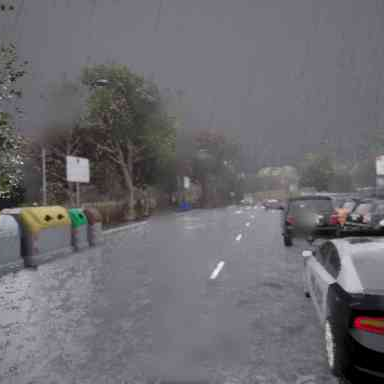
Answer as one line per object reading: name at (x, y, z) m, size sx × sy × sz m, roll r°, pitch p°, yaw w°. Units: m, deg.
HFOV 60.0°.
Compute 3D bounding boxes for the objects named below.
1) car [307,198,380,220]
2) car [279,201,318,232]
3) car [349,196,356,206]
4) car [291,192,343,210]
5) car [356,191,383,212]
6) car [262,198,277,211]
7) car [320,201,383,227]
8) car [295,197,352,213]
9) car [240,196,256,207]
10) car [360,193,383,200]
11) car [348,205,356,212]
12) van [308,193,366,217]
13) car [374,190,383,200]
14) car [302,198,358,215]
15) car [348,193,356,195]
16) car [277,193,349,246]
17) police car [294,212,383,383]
car at (12.242, 1.331, 27.070) m, size 5.008 × 1.535 × 2.097 m, roll -1°, pitch -1°, yaw -7°
car at (6.534, 1.448, 20.875) m, size 1.882 × 1.535 × 5.008 m, roll -2°, pitch -1°, yaw 13°
car at (9.492, 1.180, 15.368) m, size 4.553 × 1.767 × 2.185 m, roll -1°, pitch -1°, yaw -7°
car at (15.634, 1.117, 41.721) m, size 5.566 × 2.045 × 2.435 m, roll -1°, pitch -1°, yaw -7°
car at (8.128, 1.046, 9.511) m, size 5.566 × 2.045 × 2.435 m, roll -1°, pitch 0°, yaw -7°
car at (10.305, 1.590, 42.555) m, size 1.812 × 1.442 × 4.674 m, roll -2°, pitch 0°, yaw 13°
car at (10.892, 1.357, 21.212) m, size 4.674 × 1.452 × 2.002 m, roll -1°, pitch 0°, yaw -7°
car at (14.089, 1.354, 35.823) m, size 5.366 × 1.575 × 1.946 m, roll -1°, pitch 0°, yaw -7°
car at (9.536, 1.561, 56.216) m, size 2.097 × 1.767 × 4.553 m, roll -2°, pitch -1°, yaw 18°
car at (38.228, 0.968, 70.431) m, size 2.163 × 1.488 × 4.792 m, roll -2°, pitch -1°, yaw -8°
car at (8.817, 1.331, 12.430) m, size 4.792 × 1.488 × 2.163 m, roll -1°, pitch 0°, yaw -7°
van at (13.037, 1.110, 30.013) m, size 4.442 × 1.987 × 1.878 m, roll -1°, pitch -1°, yaw -7°
car at (41.182, 0.587, 69.835) m, size 2.435 × 2.045 × 5.566 m, roll -2°, pitch -1°, yaw -8°
car at (13.607, 1.386, 32.916) m, size 4.674 × 1.452 × 2.002 m, roll -1°, pitch 0°, yaw -7°
car at (11.600, 1.197, 24.137) m, size 4.553 × 1.767 × 2.185 m, roll -1°, pitch 0°, yaw -7°
car at (5.175, 1.184, 15.062) m, size 2.150 × 2.045 × 5.566 m, roll -2°, pitch -1°, yaw 13°
police car at (2.932, 1.373, 5.398) m, size 1.930 × 1.638 × 5.238 m, roll -2°, pitch 0°, yaw 13°
